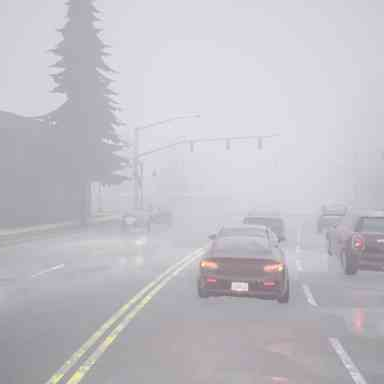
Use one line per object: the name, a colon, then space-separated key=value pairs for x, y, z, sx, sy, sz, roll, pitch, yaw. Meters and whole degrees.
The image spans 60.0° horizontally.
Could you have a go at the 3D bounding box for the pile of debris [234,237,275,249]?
pile of debris: x=2.728 y=2.175 z=14.287 sx=1.500 sy=0.140 sz=1.860 roll=0 pitch=0 yaw=18

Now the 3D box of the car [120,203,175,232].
car: x=-2.608 y=1.440 z=20.488 sx=2.128 sy=1.511 sz=4.902 roll=0 pitch=0 yaw=18

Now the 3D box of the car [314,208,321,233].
car: x=8.144 y=1.491 z=19.104 sx=2.128 sy=1.511 sz=4.902 roll=0 pitch=0 yaw=20

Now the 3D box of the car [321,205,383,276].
car: x=5.498 y=1.352 z=10.256 sx=2.097 sy=1.767 sz=4.553 roll=0 pitch=0 yaw=14

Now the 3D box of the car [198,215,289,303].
car: x=1.323 y=1.526 z=8.200 sx=1.812 sy=1.442 sz=4.674 roll=0 pitch=0 yaw=12

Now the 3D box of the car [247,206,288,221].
car: x=3.827 y=1.478 z=17.116 sx=1.882 sy=1.535 sz=5.008 roll=0 pitch=0 yaw=18
